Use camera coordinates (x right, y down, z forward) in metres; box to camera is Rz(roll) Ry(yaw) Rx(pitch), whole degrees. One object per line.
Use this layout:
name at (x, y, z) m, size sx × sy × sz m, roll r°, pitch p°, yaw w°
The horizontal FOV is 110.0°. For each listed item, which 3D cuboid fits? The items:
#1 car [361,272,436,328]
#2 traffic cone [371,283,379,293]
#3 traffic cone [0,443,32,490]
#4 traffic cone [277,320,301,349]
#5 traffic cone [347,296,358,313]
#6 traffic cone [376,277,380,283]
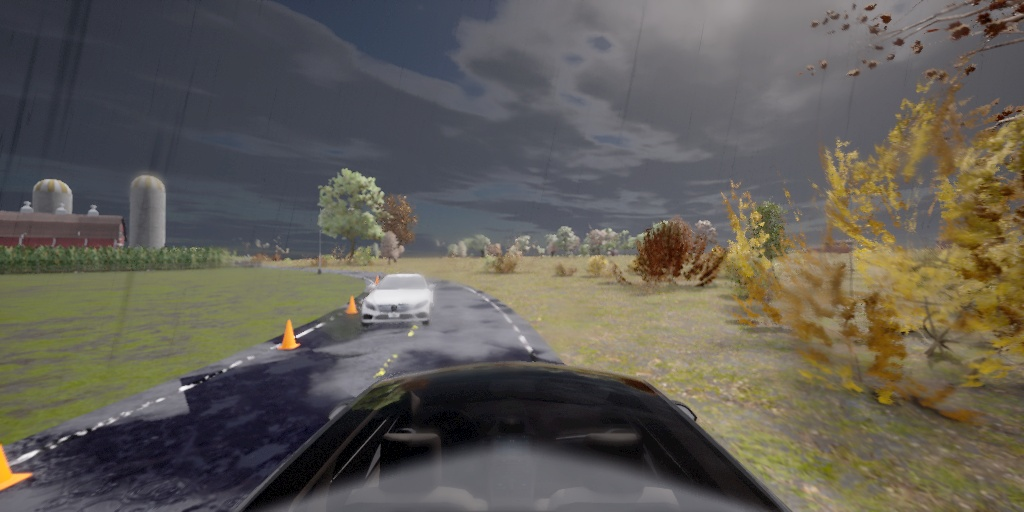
car at (-3.478, 1.281, 11.643) m, size 1.812 × 1.442 × 4.674 m, roll 0°, pitch 0°, yaw -10°
traffic cone at (-6.723, 1.716, 17.348) m, size 0.340 × 0.580 × 0.340 m, roll 0°, pitch 0°, yaw -15°
traffic cone at (-4.524, 1.706, 3.090) m, size 0.340 × 0.580 × 0.340 m, roll 0°, pitch 0°, yaw -2°
traffic cone at (-4.906, 1.704, 7.892) m, size 0.340 × 0.580 × 0.340 m, roll 0°, pitch 0°, yaw -7°
traffic cone at (-5.641, 1.708, 12.653) m, size 0.340 × 0.580 × 0.340 m, roll 0°, pitch 0°, yaw -11°
traffic cone at (-8.146, 1.728, 21.950) m, size 0.340 × 0.580 × 0.340 m, roll 0°, pitch 0°, yaw -19°
